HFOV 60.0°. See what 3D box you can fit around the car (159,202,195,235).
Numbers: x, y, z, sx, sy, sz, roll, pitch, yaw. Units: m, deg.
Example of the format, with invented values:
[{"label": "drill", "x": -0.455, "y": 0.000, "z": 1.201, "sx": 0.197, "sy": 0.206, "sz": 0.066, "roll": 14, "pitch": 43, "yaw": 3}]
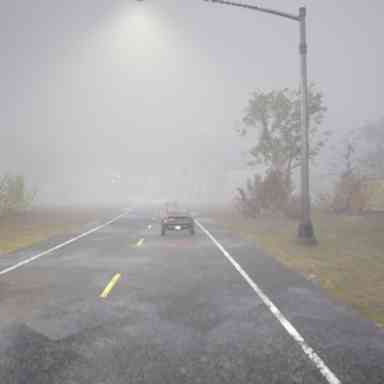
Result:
[{"label": "car", "x": -0.887, "y": 1.616, "z": 19.812, "sx": 1.837, "sy": 1.490, "sz": 4.892, "roll": -1, "pitch": 0, "yaw": -4}]
